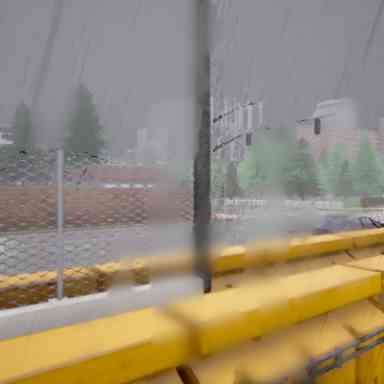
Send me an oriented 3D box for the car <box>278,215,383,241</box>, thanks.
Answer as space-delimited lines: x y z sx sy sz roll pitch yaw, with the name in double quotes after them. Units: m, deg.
5.436 1.555 12.084 5.357 1.411 2.033 0 0 -35 "car"
